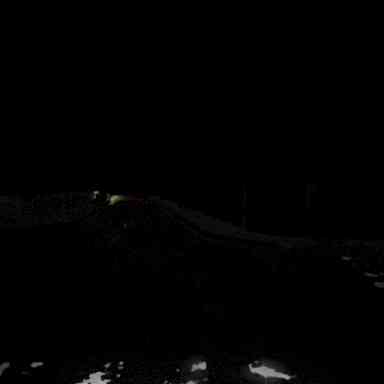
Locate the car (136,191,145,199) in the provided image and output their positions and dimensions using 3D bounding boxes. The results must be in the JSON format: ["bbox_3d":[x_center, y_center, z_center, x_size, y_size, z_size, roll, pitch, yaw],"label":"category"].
[{"bbox_3d":[-10.495,0.585,67.519,1.837,1.490,4.892,0,1,-10],"label":"car"}]

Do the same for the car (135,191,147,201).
[{"bbox_3d":[-8.685,0.654,57.257,1.882,1.535,5.008,0,1,-10],"label":"car"}]
